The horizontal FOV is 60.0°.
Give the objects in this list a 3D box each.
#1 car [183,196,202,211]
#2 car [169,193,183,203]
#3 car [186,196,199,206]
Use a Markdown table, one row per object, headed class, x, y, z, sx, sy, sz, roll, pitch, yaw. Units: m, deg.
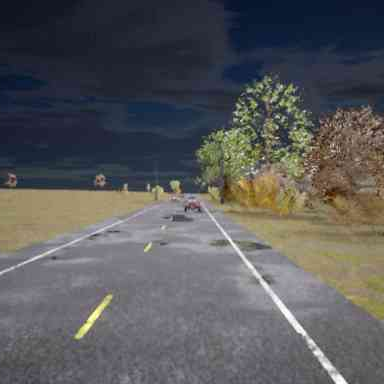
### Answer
| class | x | y | z | sx | sy | sz | roll | pitch | yaw |
| --- | --- | --- | --- | --- | --- | --- | --- | --- | --- |
| car | 0.078 | 1.445 | 38.506 | 1.812 | 1.442 | 4.674 | 0 | 0 | 1 |
| car | -3.516 | 1.217 | 66.948 | 2.097 | 1.767 | 4.553 | 0 | 0 | 0 |
| car | 0.094 | 1.438 | 52.265 | 2.033 | 1.411 | 5.357 | 0 | 0 | 0 |
